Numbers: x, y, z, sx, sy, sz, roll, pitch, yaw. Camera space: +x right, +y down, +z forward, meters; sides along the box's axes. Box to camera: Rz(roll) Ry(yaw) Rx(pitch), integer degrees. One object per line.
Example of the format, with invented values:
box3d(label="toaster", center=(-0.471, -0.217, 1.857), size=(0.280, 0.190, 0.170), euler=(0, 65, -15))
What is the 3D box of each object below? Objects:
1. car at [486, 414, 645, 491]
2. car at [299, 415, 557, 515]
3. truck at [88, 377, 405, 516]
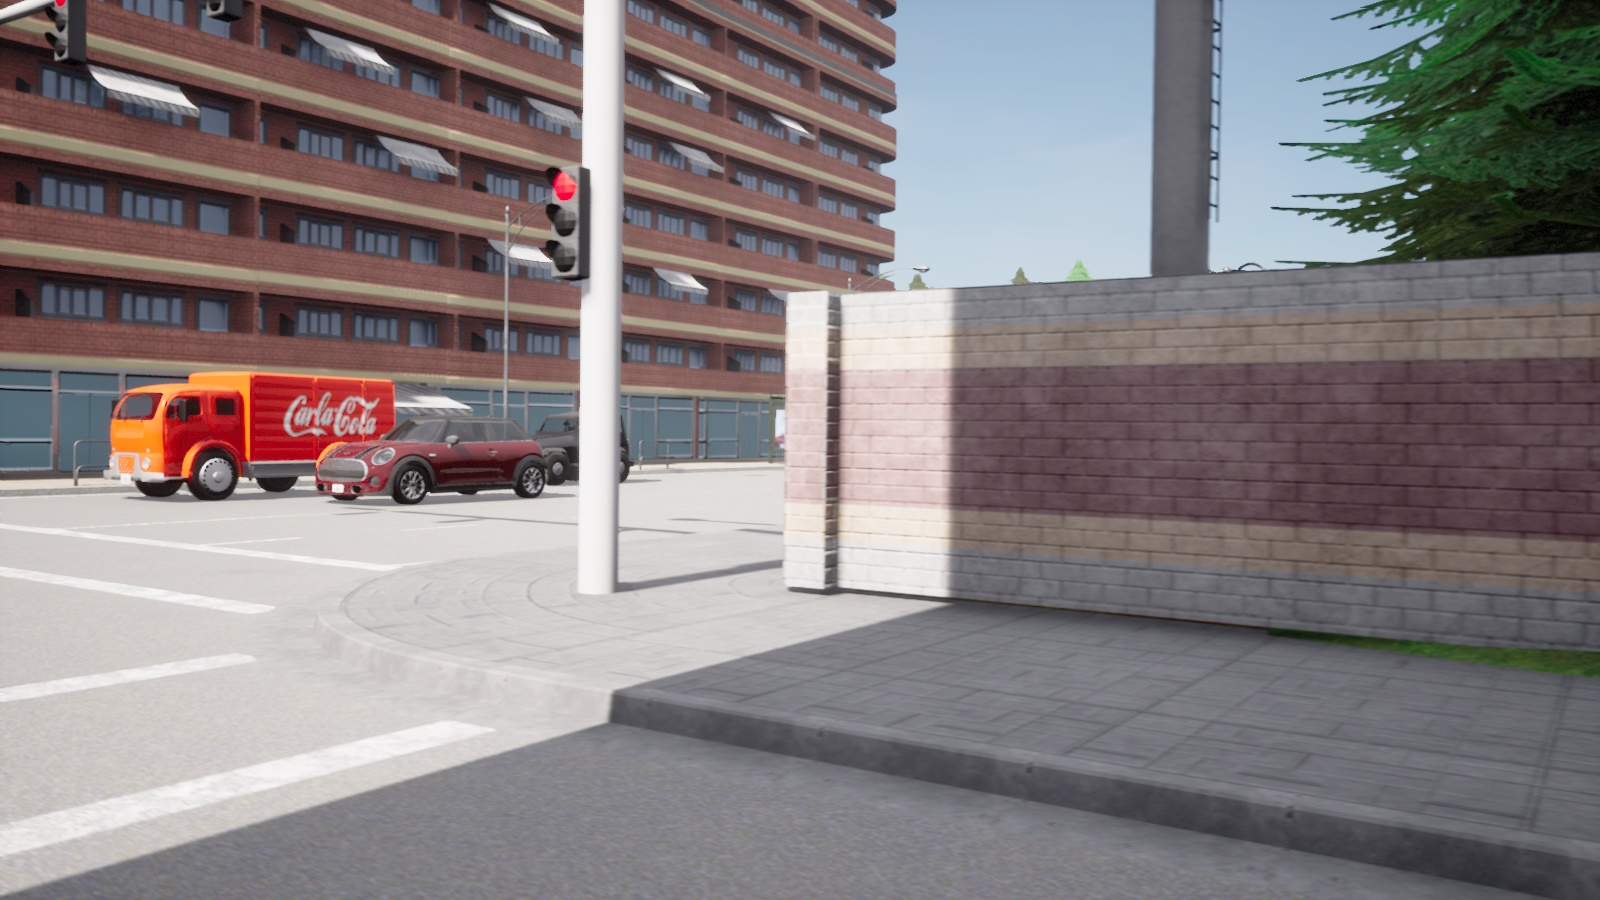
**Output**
box3d(label="car", center=(-6.034, 0.025, 32.653), size=(1.905, 1.878, 3.866), euler=(0, 1, 33))
box3d(label="car", center=(-7.142, 0.224, 24.590), size=(2.097, 1.767, 4.553), euler=(0, 1, 33))
box3d(label="truck", center=(-10.927, -0.112, 25.199), size=(2.627, 2.467, 5.204), euler=(0, 1, 33))
